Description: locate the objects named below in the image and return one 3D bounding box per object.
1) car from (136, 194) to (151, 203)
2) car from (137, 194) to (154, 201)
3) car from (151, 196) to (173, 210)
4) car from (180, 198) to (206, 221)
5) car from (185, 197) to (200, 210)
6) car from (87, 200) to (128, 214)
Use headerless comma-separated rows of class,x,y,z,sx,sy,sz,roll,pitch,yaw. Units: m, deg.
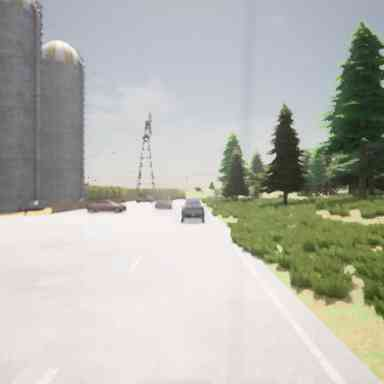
car,-9.569,1.512,68.746,3.988,1.617,1.851,0,0,-1
car,-11.930,1.393,85.591,3.866,1.878,1.905,0,0,-31
car,-3.570,1.368,42.587,2.097,1.767,4.553,0,0,0
car,0.076,1.504,26.705,2.128,1.511,4.902,0,0,0
car,0.071,1.495,43.696,1.882,1.535,5.008,0,0,0
car,-9.071,1.565,35.737,4.181,1.381,1.994,0,0,-1
